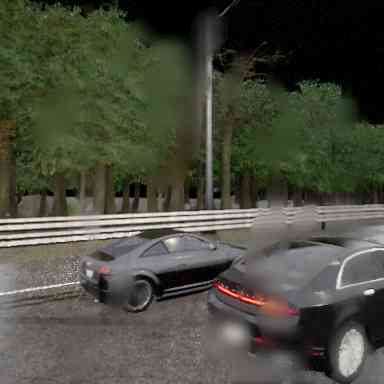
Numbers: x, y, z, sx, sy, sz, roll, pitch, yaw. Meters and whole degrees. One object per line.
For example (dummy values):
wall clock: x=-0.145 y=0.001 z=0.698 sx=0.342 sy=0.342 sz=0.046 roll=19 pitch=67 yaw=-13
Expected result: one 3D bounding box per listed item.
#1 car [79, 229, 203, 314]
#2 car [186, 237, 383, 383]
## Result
car: x=-0.379 y=1.565 z=7.676 sx=4.181 sy=1.385 sz=1.994 roll=0 pitch=0 yaw=-35
car: x=2.496 y=1.503 z=5.416 sx=4.892 sy=1.490 sz=1.837 roll=1 pitch=-1 yaw=-35
